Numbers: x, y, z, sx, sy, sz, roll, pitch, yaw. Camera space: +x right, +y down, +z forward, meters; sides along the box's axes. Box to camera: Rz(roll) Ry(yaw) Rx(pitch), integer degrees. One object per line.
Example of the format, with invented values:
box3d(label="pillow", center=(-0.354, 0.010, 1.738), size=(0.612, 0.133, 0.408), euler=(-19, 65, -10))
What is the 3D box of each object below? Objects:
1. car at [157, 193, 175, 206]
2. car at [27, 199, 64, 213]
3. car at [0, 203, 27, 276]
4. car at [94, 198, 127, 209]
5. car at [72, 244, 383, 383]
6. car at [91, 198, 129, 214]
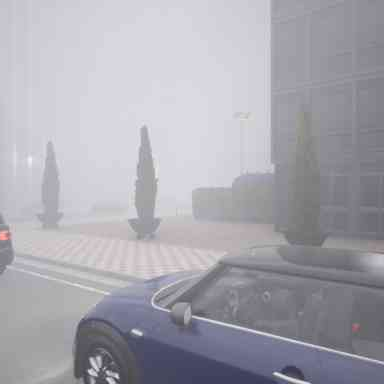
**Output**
box3d(label="car", center=(-4.982, 1.221, 54.013), size=(2.150, 2.045, 5.566), euler=(0, 0, 35))
box3d(label="car", center=(-16.776, 1.491, 37.202), size=(2.128, 1.511, 4.902), euler=(0, 0, 35))
box3d(label="car", center=(-7.033, 1.222, 8.995), size=(5.566, 2.045, 2.150), euler=(0, 0, 36))
box3d(label="car", center=(-11.073, 1.563, 45.336), size=(1.994, 1.385, 4.181), euler=(0, 0, 35))
box3d(label="car", center=(0.827, 1.352, 3.404), size=(4.553, 1.767, 2.097), euler=(0, 0, 36))
box3d(label="car", center=(-8.818, 1.563, 36.009), size=(1.994, 1.385, 4.181), euler=(0, 0, 35))
